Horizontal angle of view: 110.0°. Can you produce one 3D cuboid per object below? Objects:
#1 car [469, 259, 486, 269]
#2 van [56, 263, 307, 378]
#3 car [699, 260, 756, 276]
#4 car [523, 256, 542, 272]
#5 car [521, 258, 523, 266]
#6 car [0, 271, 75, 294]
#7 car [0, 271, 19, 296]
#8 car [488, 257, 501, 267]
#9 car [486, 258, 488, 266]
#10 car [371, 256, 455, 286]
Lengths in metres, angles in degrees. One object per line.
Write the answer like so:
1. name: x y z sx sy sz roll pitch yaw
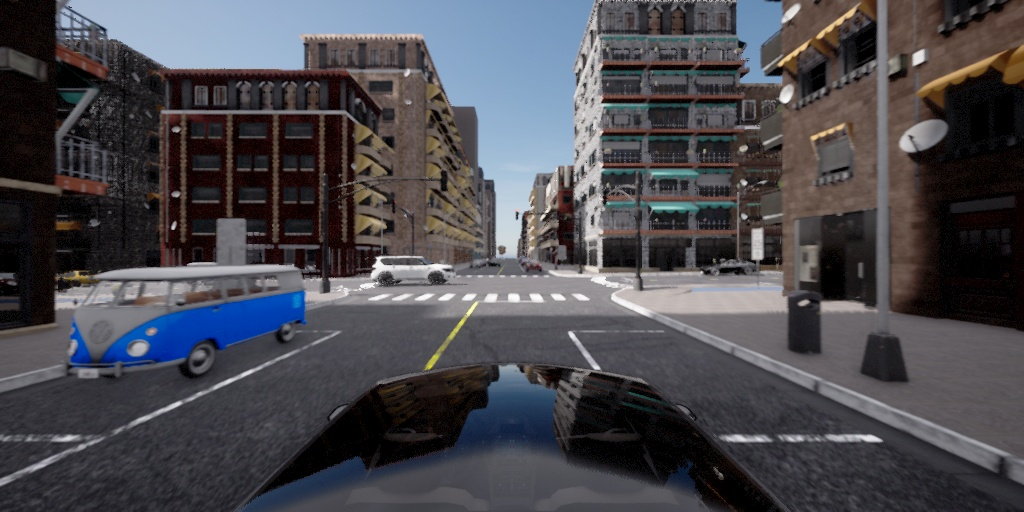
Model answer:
1. car: -5.680 1.241 55.975 2.007 1.370 4.403 0 0 0
2. van: -5.802 1.084 7.011 1.690 1.789 3.998 0 0 0
3. car: 18.275 0.976 30.462 4.313 1.339 1.948 0 0 0
4. car: 2.699 1.141 44.904 1.967 1.591 4.097 0 0 0
5. car: 2.700 1.246 50.438 2.007 1.370 4.403 0 0 0
6. car: -33.662 1.788 24.403 5.357 1.411 2.033 -1 0 0
7. car: -30.965 1.634 21.755 4.097 1.591 1.967 0 0 0
8. car: -3.024 1.037 61.827 2.097 1.767 4.553 0 0 1
9. car: -5.678 1.268 61.510 1.802 1.307 4.207 0 0 0
10. car: -6.715 0.991 24.526 5.566 2.045 2.150 -1 0 0
